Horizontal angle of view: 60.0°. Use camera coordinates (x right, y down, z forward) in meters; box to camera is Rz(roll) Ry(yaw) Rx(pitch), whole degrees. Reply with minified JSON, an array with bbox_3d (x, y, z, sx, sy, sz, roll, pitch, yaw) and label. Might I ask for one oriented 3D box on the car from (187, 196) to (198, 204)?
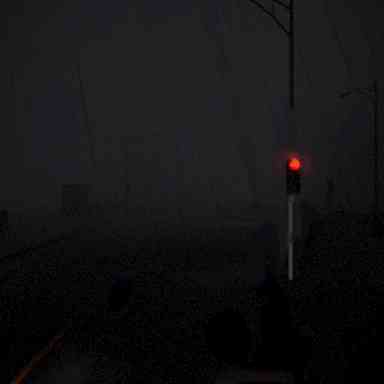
[{"bbox_3d":[0.083,1.470,61.573,1.812,1.442,4.674,0,0,0],"label":"car"}]
